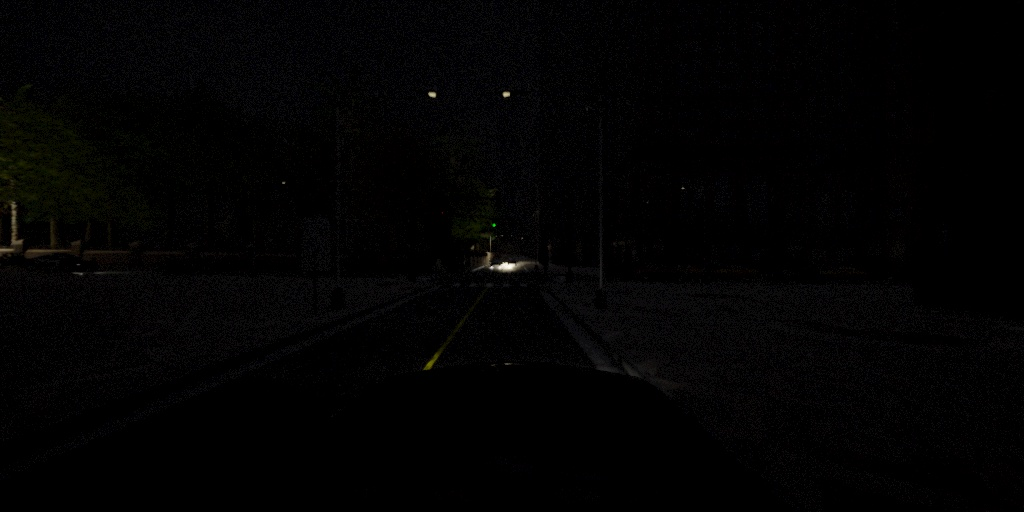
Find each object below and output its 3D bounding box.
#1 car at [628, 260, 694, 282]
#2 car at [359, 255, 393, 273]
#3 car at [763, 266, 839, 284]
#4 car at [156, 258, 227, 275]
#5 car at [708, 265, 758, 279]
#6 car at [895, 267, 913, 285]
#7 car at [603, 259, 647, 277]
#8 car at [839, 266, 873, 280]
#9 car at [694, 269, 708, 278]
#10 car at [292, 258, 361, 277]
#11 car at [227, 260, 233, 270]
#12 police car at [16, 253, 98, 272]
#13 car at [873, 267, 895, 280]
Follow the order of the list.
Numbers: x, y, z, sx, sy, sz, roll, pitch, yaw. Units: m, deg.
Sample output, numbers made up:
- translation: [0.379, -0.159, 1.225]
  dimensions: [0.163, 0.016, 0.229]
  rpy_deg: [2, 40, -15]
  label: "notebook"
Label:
- translation: [11.853, 1.314, 28.724]
  dimensions: [4.097, 1.591, 1.967]
  rpy_deg: [0, 0, 0]
  label: "car"
- translation: [-14.969, 0.835, 37.330]
  dimensions: [5.009, 1.841, 2.192]
  rpy_deg: [0, 0, 0]
  label: "car"
- translation: [22.934, 1.588, 28.691]
  dimensions: [4.313, 1.339, 1.948]
  rpy_deg: [0, 0, 0]
  label: "car"
- translation: [-26.031, 0.894, 28.838]
  dimensions: [4.313, 1.339, 1.948]
  rpy_deg: [0, 0, 0]
  label: "car"
- translation: [22.780, 1.576, 37.217]
  dimensions: [4.829, 1.417, 1.751]
  rpy_deg: [0, 0, 0]
  label: "car"
- translation: [34.013, 1.731, 28.657]
  dimensions: [4.313, 1.339, 1.948]
  rpy_deg: [0, 0, 0]
  label: "car"
- translation: [11.869, 1.217, 37.250]
  dimensions: [5.009, 1.841, 2.192]
  rpy_deg: [0, 0, 0]
  label: "car"
- translation: [33.861, 1.718, 37.184]
  dimensions: [4.829, 1.417, 1.751]
  rpy_deg: [0, 0, 0]
  label: "car"
- translation: [17.240, 1.502, 37.234]
  dimensions: [4.829, 1.417, 1.751]
  rpy_deg: [0, 0, 0]
  label: "car"
- translation: [-14.984, 1.043, 28.805]
  dimensions: [4.403, 1.370, 2.007]
  rpy_deg: [0, 0, 0]
  label: "car"
- translation: [-31.541, 0.838, 37.380]
  dimensions: [4.313, 1.339, 1.948]
  rpy_deg: [0, 0, 0]
  label: "car"
- translation: [-39.615, 0.553, 31.643]
  dimensions: [5.238, 1.638, 1.930]
  rpy_deg: [1, 0, 0]
  label: "police car"
- translation: [39.572, 1.828, 37.166]
  dimensions: [4.313, 1.339, 1.948]
  rpy_deg: [0, 0, 0]
  label: "car"
